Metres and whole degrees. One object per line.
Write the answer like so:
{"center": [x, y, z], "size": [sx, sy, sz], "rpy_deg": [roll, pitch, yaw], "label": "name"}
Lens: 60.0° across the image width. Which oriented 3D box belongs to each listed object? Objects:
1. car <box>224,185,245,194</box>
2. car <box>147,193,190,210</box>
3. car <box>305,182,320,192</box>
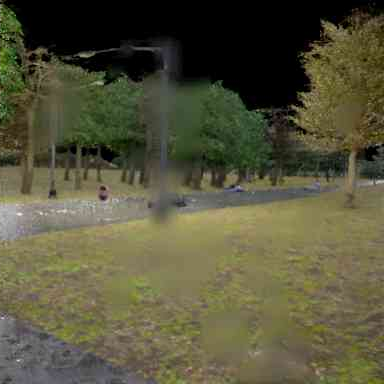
{"center": [6.860, -0.410, 53.468], "size": [1.812, 1.442, 4.674], "rpy_deg": [5, 5, 35], "label": "car"}
{"center": [-1.969, 0.742, 29.191], "size": [1.994, 1.385, 4.181], "rpy_deg": [5, 4, 35], "label": "car"}
{"center": [25.311, -0.856, 70.579], "size": [1.994, 1.385, 4.181], "rpy_deg": [4, 4, 29], "label": "car"}
